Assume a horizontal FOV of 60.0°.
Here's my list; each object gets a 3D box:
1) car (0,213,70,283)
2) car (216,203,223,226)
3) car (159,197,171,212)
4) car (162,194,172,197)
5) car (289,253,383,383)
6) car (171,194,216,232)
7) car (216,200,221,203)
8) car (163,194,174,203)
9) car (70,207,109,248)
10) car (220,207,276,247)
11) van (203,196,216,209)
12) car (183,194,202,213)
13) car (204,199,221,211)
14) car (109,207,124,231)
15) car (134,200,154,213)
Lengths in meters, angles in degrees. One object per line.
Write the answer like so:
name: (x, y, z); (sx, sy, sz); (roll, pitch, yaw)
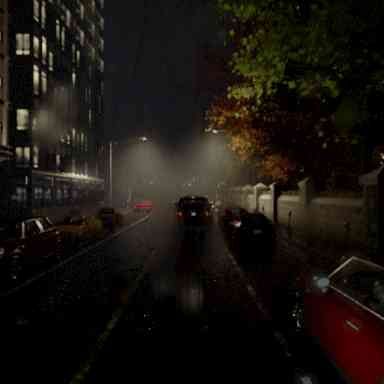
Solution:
car: (-5.317, 1.460, 9.530); (1.967, 1.590, 4.097); (0, 0, 0)
car: (2.561, 1.585, 20.617); (1.887, 1.381, 4.507); (0, 0, 0)
car: (-2.760, 1.674, 39.345); (1.994, 1.385, 4.181); (0, 0, 0)
car: (-5.330, 1.552, 64.980); (1.967, 1.590, 4.097); (0, 0, 0)
car: (2.564, 1.448, 3.982); (1.967, 1.590, 4.097); (0, 0, 0)
car: (0.091, 1.263, 20.358); (2.150, 2.045, 5.566); (0, 0, 0)
car: (2.557, 1.621, 37.253); (2.008, 1.369, 4.403); (0, 0, 0)
car: (-5.402, 1.440, 76.066); (2.192, 1.841, 5.009); (0, 0, 0)
car: (-5.319, 1.555, 14.904); (1.752, 1.417, 4.829); (0, 0, 0)
car: (2.562, 1.596, 15.072); (1.947, 1.339, 4.313); (0, 0, 0)
van: (2.554, 1.429, 48.344); (1.690, 1.788, 3.998); (0, 0, 0)
car: (0.087, 1.297, 40.178); (2.150, 2.045, 5.566); (0, 0, 0)
car: (2.555, 1.624, 42.799); (1.887, 1.381, 4.507); (0, 0, 0)
car: (-5.320, 1.623, 20.619); (1.802, 1.307, 4.206); (0, 0, 0)
car: (-5.324, 1.615, 37.254); (1.887, 1.381, 4.507); (0, 0, 0)
